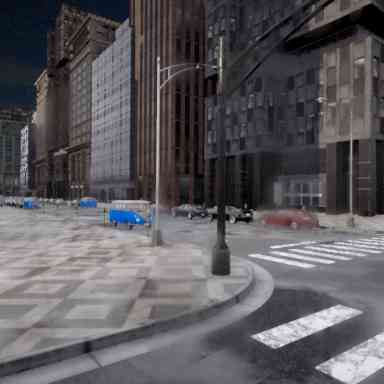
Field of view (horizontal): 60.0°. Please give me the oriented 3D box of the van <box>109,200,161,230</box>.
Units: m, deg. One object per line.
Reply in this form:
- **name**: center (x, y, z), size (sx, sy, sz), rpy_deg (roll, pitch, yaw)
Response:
- **van**: center (-3.934, 1.439, 21.535), size (1.690, 1.788, 3.998), rpy_deg (0, -1, -36)

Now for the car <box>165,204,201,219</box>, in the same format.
- **car**: center (-0.320, 1.770, 31.105), size (2.008, 1.369, 4.403), rpy_deg (0, -1, -36)

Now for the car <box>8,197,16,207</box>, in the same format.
- **car**: center (-30.332, 1.946, 58.213), size (1.887, 1.381, 4.507), rpy_deg (0, -1, -36)

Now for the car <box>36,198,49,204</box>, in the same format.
- **car**: center (-36.614, 2.178, 81.537), size (2.008, 1.369, 4.403), rpy_deg (0, 0, -36)

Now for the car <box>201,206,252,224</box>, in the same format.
- **car**: center (2.980, 1.746, 26.520), size (1.947, 1.339, 4.313), rpy_deg (0, -1, -36)

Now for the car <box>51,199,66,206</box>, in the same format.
- **car**: center (-26.815, 2.046, 67.921), size (1.752, 1.417, 4.829), rpy_deg (0, 0, -36)

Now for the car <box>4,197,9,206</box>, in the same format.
- **car**: center (-33.631, 2.019, 62.798), size (1.802, 1.307, 4.206), rpy_deg (0, -1, -36)

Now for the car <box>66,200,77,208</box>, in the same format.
- **car**: center (-20.117, 1.997, 58.613), size (2.008, 1.369, 4.403), rpy_deg (0, 0, -36)

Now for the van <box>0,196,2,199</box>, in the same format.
- **van**: center (-43.530, 1.886, 76.554), size (1.690, 1.788, 3.998), rpy_deg (0, -1, -36)

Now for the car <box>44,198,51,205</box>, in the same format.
- **car**: center (-30.015, 2.106, 72.367), size (2.008, 1.369, 4.403), rpy_deg (0, 0, -36)

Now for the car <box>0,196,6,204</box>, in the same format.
- **car**: center (-36.930, 2.024, 67.383), size (2.008, 1.369, 4.403), rpy_deg (0, -1, -36)

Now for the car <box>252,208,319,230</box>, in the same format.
- **car**: center (6.279, 1.722, 21.935), size (1.802, 1.307, 4.206), rpy_deg (0, -1, -36)

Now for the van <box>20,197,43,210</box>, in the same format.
- **van**: center (-23.732, 1.668, 49.045), size (1.690, 1.788, 3.998), rpy_deg (0, -1, -36)

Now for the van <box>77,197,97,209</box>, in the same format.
- **van**: center (-16.817, 1.750, 54.030), size (1.690, 1.788, 3.998), rpy_deg (0, 0, -36)

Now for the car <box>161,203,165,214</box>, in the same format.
- **car**: center (-3.619, 1.840, 35.689), size (1.802, 1.307, 4.206), rpy_deg (0, -1, -36)

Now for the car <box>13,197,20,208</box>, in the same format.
- **car**: center (-27.032, 1.930, 53.628), size (1.947, 1.339, 4.313), rpy_deg (0, -1, -36)
